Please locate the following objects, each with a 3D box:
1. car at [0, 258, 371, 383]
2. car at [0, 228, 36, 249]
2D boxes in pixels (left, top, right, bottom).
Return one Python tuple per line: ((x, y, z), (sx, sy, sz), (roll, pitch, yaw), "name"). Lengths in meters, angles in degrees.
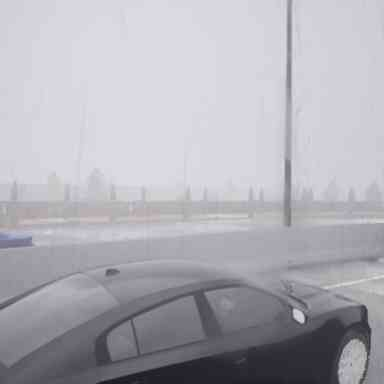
((-0.060, 1.482, 3.543), (5.008, 1.535, 1.882), (1, 0, -34), "car")
((-6.415, 1.422, 7.853), (5.008, 1.535, 1.882), (1, 0, -35), "car")
